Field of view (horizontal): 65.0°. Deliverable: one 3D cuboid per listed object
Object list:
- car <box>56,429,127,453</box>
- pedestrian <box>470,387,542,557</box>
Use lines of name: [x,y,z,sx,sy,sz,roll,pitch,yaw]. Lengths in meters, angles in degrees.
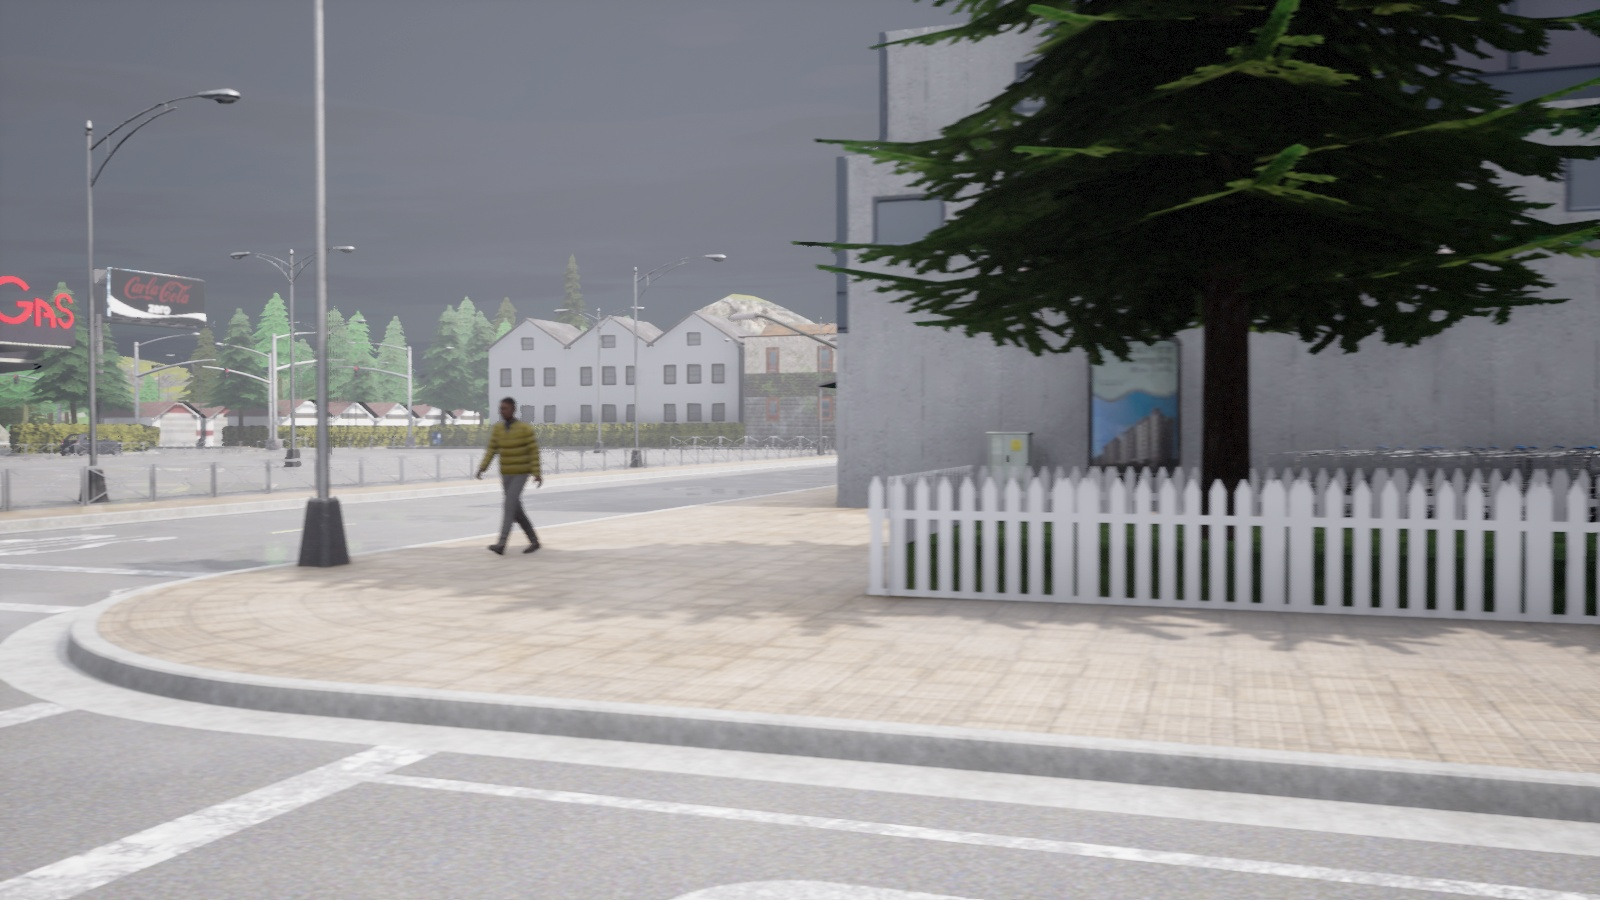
car: [-44.905,-0.604,79.642,1.845,1.501,3.633,1,1,19]
pedestrian: [-3.280,0.234,14.021,0.431,1.840,0.709,1,1,26]
